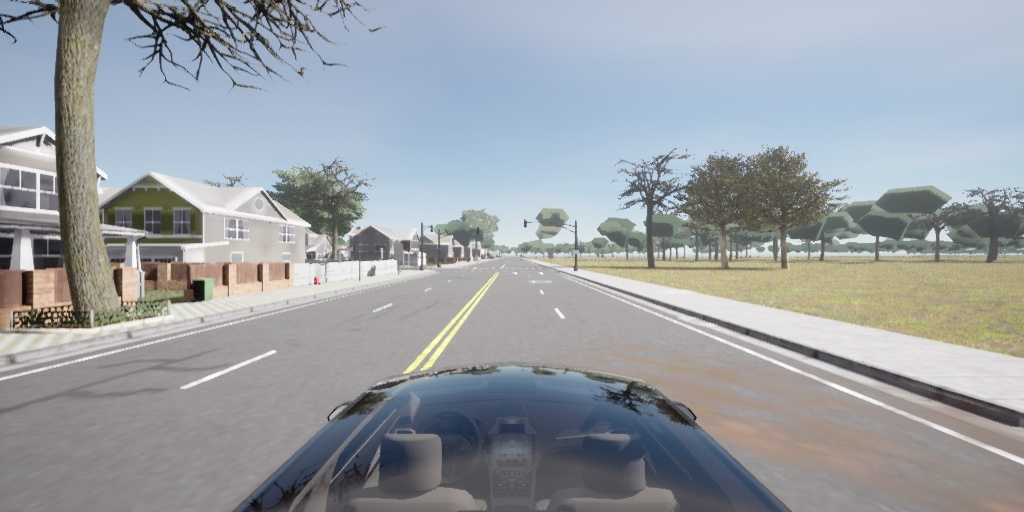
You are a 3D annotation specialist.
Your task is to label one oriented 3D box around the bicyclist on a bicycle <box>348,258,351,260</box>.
[{"bbox_3d":[-24.639,1.062,54.407,0.582,1.620,1.656,0,0,0],"label":"bicyclist on a bicycle"}]
